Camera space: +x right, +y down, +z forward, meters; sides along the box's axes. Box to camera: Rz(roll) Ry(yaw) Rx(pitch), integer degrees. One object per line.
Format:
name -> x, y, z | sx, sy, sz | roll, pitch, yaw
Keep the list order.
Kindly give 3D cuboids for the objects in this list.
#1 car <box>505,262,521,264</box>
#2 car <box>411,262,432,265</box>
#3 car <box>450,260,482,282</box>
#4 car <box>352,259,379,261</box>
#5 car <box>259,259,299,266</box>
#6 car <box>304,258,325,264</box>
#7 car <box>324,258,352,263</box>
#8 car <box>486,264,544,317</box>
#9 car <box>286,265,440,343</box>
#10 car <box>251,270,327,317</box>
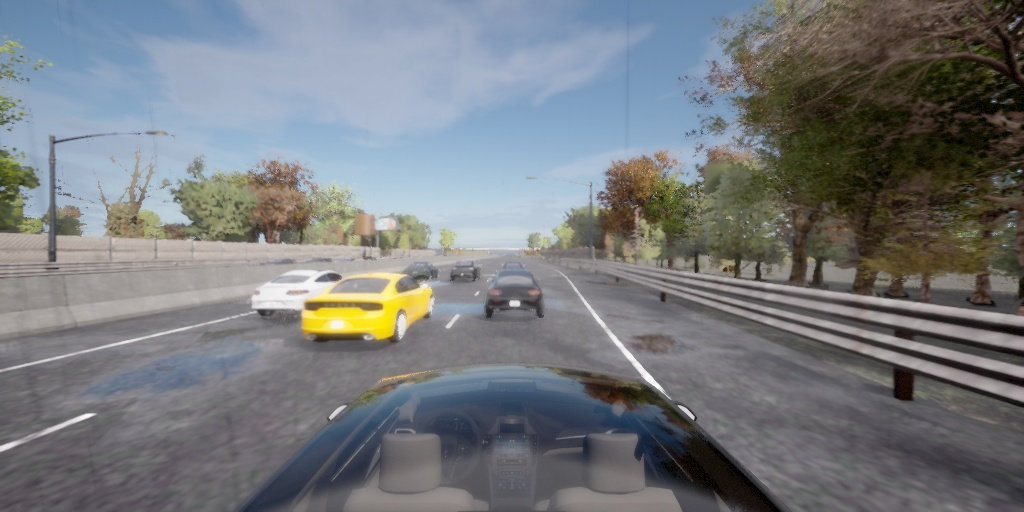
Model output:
car -> 0.090, 1.128, 27.660 | 1.994, 1.385, 4.181 | 0, 0, 0
car -> -6.908, 1.129, 27.613 | 1.994, 1.385, 4.181 | 0, 0, 0
car -> -3.410, 1.061, 27.024 | 2.128, 1.511, 4.902 | 0, 0, 0
car -> -17.575, 1.056, 44.669 | 1.895, 1.301, 4.718 | 0, 0, 0
car -> -28.047, 1.010, 43.442 | 2.033, 1.411, 5.357 | 0, 0, 0
car -> -24.563, 0.955, 45.813 | 1.837, 1.490, 4.892 | 0, 0, 0
car -> -21.066, 0.998, 45.468 | 2.033, 1.411, 5.357 | 0, 0, 0
car -> 0.089, 1.196, 12.672 | 1.812, 1.442, 4.674 | 0, 0, 0
car -> -3.421, 1.171, 9.522 | 1.882, 1.535, 5.008 | 0, 0, 0
car -> -6.910, 1.196, 12.603 | 1.812, 1.442, 4.674 | 0, 0, 0
